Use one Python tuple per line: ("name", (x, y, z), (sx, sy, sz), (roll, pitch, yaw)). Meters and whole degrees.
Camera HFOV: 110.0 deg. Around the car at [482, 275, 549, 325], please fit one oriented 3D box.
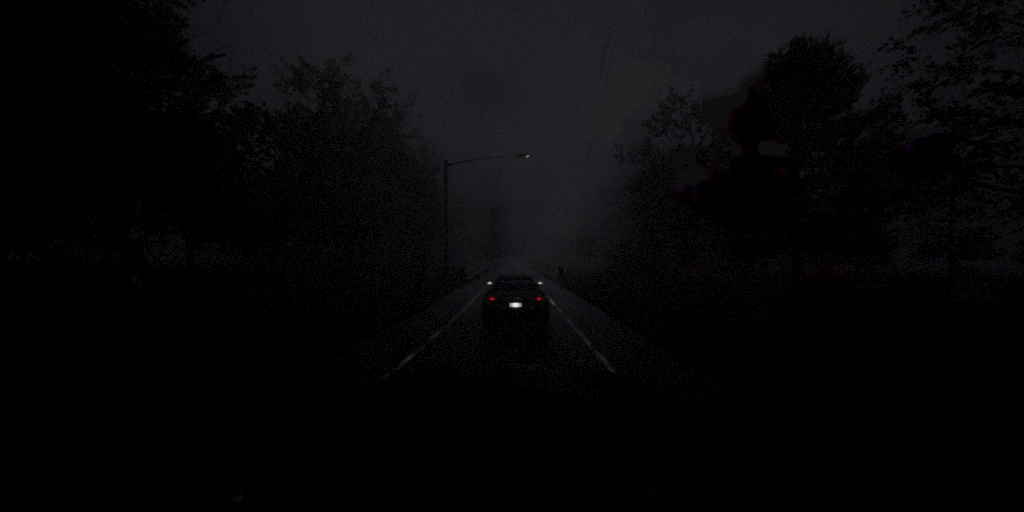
("car", (0.101, 1.316, 11.854), (1.994, 1.385, 4.181), (0, 0, 0))
